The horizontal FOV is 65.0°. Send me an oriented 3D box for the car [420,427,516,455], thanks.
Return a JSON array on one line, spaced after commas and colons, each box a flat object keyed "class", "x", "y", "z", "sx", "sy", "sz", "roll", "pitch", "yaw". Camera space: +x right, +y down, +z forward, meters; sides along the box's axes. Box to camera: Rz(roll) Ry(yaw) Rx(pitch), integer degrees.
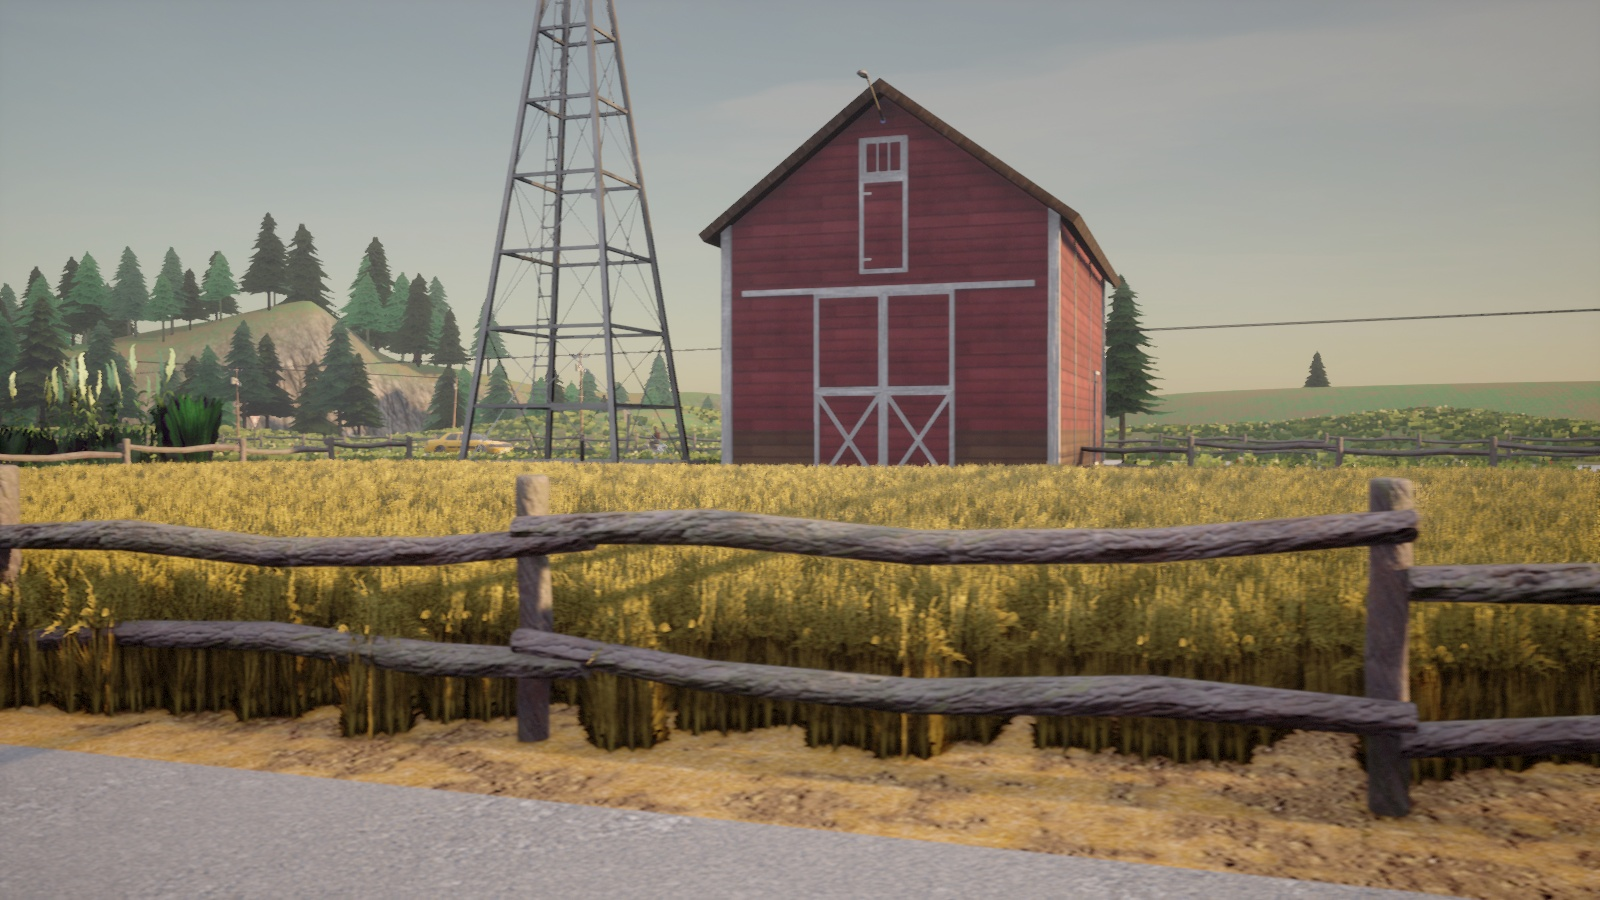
[{"class": "car", "x": -19.029, "y": -0.537, "z": 71.862, "sx": 5.366, "sy": 1.575, "sz": 1.801, "roll": 1, "pitch": 1, "yaw": 24}]
